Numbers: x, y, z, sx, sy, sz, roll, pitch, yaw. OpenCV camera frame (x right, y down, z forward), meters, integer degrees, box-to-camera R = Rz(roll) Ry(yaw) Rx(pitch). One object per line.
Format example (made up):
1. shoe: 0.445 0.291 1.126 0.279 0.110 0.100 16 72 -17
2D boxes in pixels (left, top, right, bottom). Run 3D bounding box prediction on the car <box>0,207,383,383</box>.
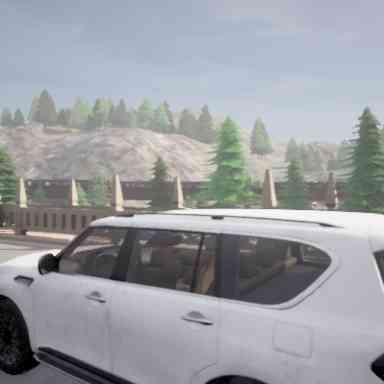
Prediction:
1. car: -0.242 1.210 3.963 5.566 2.045 2.150 0 0 34
